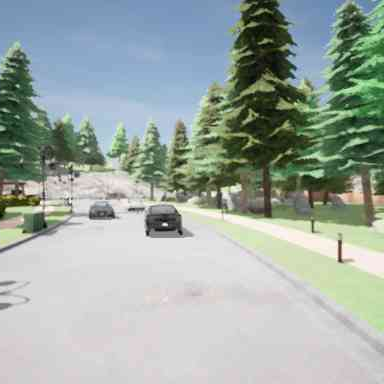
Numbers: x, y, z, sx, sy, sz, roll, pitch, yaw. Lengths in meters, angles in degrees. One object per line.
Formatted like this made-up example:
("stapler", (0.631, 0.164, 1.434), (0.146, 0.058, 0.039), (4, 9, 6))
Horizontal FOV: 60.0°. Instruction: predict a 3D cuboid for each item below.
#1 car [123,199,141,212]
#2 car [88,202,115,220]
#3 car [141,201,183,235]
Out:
("car", (-6.535, 1.474, 37.271), (1.895, 1.301, 4.718), (0, 0, -19))
("car", (-7.368, 1.479, 27.262), (1.994, 1.385, 4.181), (0, 0, -15))
("car", (-1.703, 1.410, 18.527), (1.882, 1.535, 5.008), (0, 0, -9))
